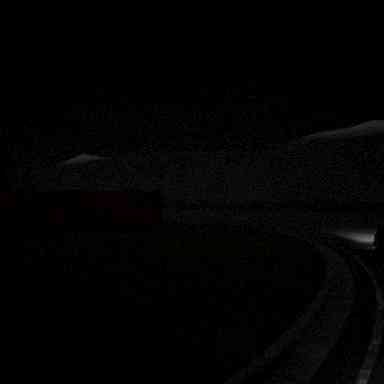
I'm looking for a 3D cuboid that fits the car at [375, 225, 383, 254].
[{"bbox_3d":[7.301,1.540,10.721,2.128,1.511,4.902,0,0,19],"label":"car"}]
